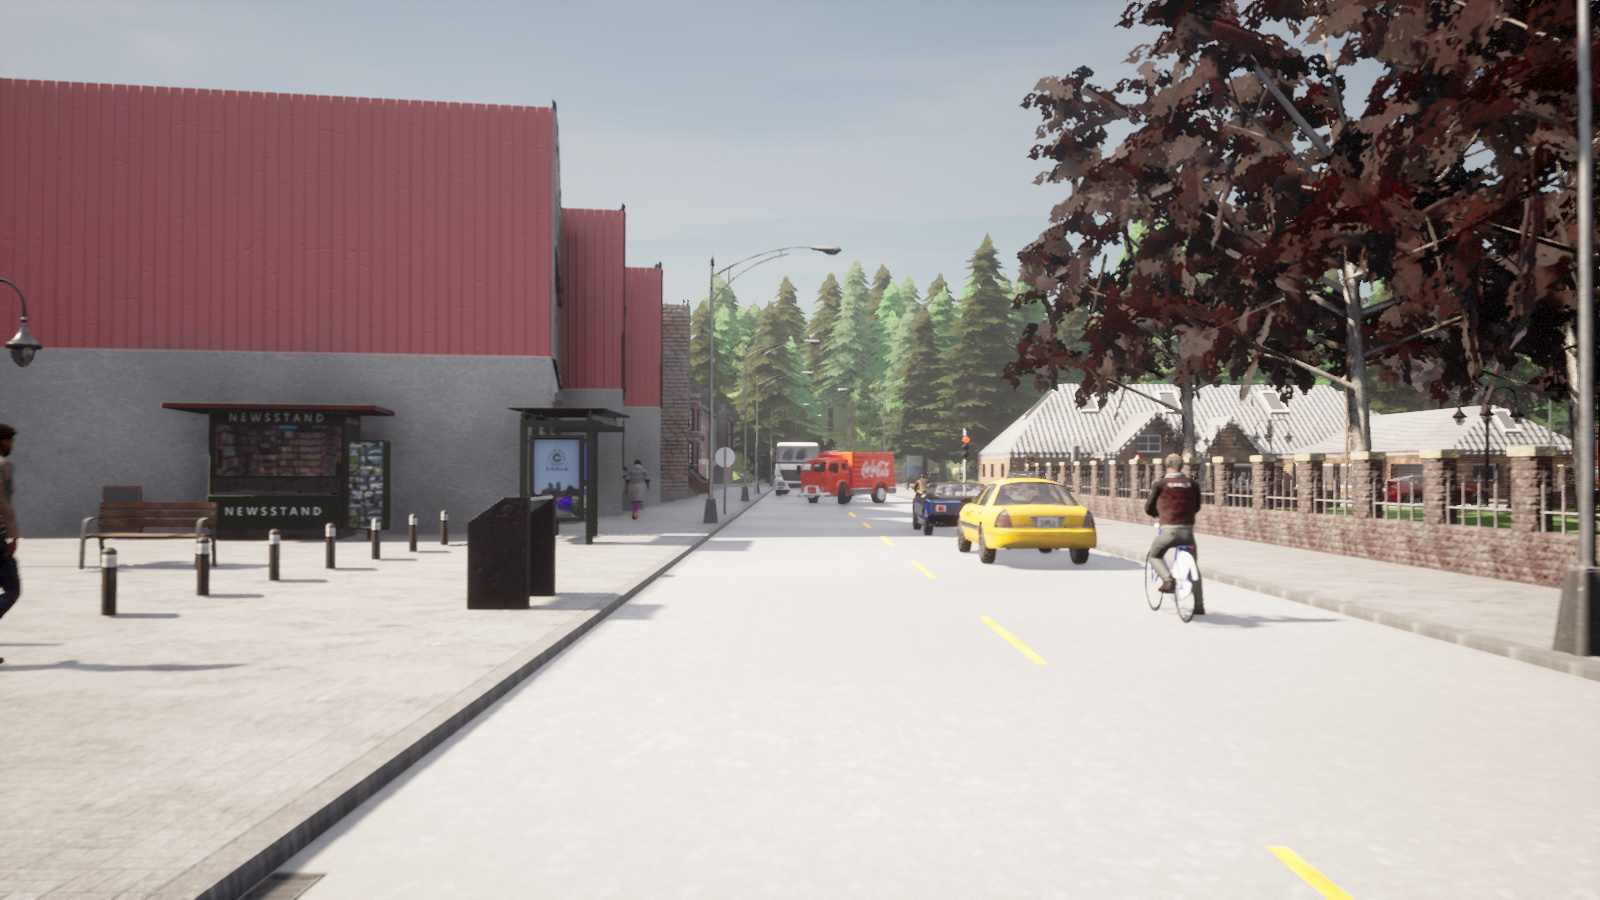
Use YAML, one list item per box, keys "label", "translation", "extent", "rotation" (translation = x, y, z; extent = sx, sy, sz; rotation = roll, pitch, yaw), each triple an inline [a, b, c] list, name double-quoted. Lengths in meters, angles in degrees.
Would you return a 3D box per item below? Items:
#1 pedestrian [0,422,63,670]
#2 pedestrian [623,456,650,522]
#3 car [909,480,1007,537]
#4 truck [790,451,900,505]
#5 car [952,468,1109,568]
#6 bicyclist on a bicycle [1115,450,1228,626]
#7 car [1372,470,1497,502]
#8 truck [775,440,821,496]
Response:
- label: "pedestrian"
  translation: [-5.952, 0.703, 9.267]
  extent: [0.328, 1.805, 0.869]
  rotation: [-1, -1, 20]
- label: "pedestrian"
  translation: [-4.899, 1.174, 37.668]
  extent: [0.659, 1.952, 0.873]
  rotation: [0, -1, 4]
- label: "car"
  translation: [3.948, 1.437, 32.093]
  extent: [1.895, 1.301, 4.718]
  rotation: [0, -1, 0]
- label: "truck"
  translation: [2.232, 1.333, 60.946]
  extent: [2.627, 2.467, 5.204]
  rotation: [-3, -2, 40]
- label: "car"
  translation: [3.962, 1.114, 22.469]
  extent: [1.801, 1.575, 5.366]
  rotation: [0, -1, 0]
- label: "bicyclist on a bicycle"
  translation: [3.976, 0.896, 13.565]
  extent: [0.659, 1.776, 1.843]
  rotation: [0, -1, 0]
- label: "car"
  translation: [29.878, 1.687, 59.266]
  extent: [4.792, 1.488, 2.163]
  rotation: [0, -1, -2]
- label: "truck"
  translation: [-0.136, 1.207, 82.073]
  extent: [2.891, 3.462, 7.936]
  rotation: [0, -1, 0]
